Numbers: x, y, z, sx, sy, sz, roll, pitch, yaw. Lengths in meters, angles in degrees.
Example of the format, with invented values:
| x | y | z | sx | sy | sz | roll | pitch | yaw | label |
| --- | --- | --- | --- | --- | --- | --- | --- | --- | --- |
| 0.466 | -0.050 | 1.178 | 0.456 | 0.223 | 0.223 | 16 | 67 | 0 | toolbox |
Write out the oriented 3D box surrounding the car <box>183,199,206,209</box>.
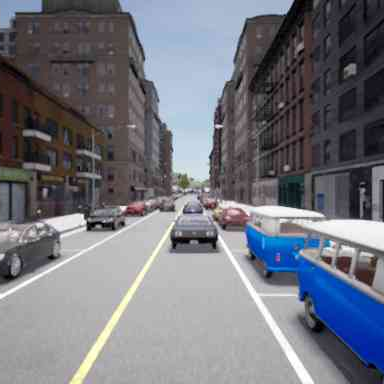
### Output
| x | y | z | sx | sy | sz | roll | pitch | yaw | label |
| --- | --- | --- | --- | --- | --- | --- | --- | --- | --- |
| 0.092 | 1.640 | 32.246 | 1.994 | 1.385 | 4.181 | 0 | 0 | 0 | car |

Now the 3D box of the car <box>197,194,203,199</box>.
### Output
| x | y | z | sx | sy | sz | roll | pitch | yaw | label |
| --- | --- | --- | --- | --- | --- | --- | --- | --- | --- |
| 2.635 | 1.468 | 66.797 | 2.192 | 1.841 | 5.009 | 0 | 0 | 0 | car |

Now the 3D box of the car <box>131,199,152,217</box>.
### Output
| x | y | z | sx | sy | sz | roll | pitch | yaw | label |
| --- | --- | --- | --- | --- | --- | --- | --- | --- | --- |
| -5.389 | 1.622 | 32.702 | 1.887 | 1.381 | 4.507 | 0 | 0 | 0 | car |

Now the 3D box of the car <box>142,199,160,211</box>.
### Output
| x | y | z | sx | sy | sz | roll | pitch | yaw | label |
| --- | --- | --- | --- | --- | --- | --- | --- | --- | --- |
| -5.389 | 1.648 | 44.067 | 1.887 | 1.381 | 4.507 | 0 | 0 | 0 | car |

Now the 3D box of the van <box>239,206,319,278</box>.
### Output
| x | y | z | sx | sy | sz | roll | pitch | yaw | label |
| --- | --- | --- | --- | --- | --- | --- | --- | --- | --- |
| 2.636 | 1.366 | 9.974 | 1.690 | 1.788 | 3.998 | 0 | 0 | 0 | van |

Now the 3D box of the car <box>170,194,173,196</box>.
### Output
| x | y | z | sx | sy | sz | roll | pitch | yaw | label |
| --- | --- | --- | --- | --- | --- | --- | --- | --- | --- |
| -5.390 | 1.594 | 66.796 | 1.967 | 1.590 | 4.097 | 0 | 0 | 0 | car |

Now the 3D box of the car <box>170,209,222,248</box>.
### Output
| x | y | z | sx | sy | sz | roll | pitch | yaw | label |
| --- | --- | --- | --- | --- | --- | --- | --- | --- | --- |
| 0.091 | 1.637 | 14.956 | 1.895 | 1.301 | 4.718 | 0 | 0 | 0 | car |

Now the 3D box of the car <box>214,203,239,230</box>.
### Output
| x | y | z | sx | sy | sz | roll | pitch | yaw | label |
| --- | --- | --- | --- | --- | --- | --- | --- | --- | --- |
| 2.636 | 1.633 | 21.338 | 1.802 | 1.307 | 4.206 | 0 | 0 | 0 | car |

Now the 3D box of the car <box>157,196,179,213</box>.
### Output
| x | y | z | sx | sy | sz | roll | pitch | yaw | label |
| --- | --- | --- | --- | --- | --- | --- | --- | --- | --- |
| -2.845 | 1.598 | 39.191 | 1.837 | 1.490 | 4.892 | 0 | 0 | 0 | car |

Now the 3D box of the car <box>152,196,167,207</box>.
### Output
| x | y | z | sx | sy | sz | roll | pitch | yaw | label |
| --- | --- | --- | --- | --- | --- | --- | --- | --- | --- |
| -5.390 | 1.569 | 55.432 | 1.967 | 1.590 | 4.097 | 0 | 0 | 0 | car |

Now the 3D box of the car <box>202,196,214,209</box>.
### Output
| x | y | z | sx | sy | sz | roll | pitch | yaw | label |
| --- | --- | --- | --- | --- | --- | --- | --- | --- | --- |
| 2.636 | 1.648 | 44.067 | 1.887 | 1.381 | 4.507 | 0 | 0 | 0 | car |

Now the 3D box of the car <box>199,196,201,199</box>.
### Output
| x | y | z | sx | sy | sz | roll | pitch | yaw | label |
| --- | --- | --- | --- | --- | --- | --- | --- | --- | --- |
| 2.636 | 1.673 | 55.432 | 1.887 | 1.381 | 4.507 | 0 | 0 | 0 | car |

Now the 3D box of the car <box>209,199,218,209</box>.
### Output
| x | y | z | sx | sy | sz | roll | pitch | yaw | label |
| --- | --- | --- | --- | --- | --- | --- | --- | --- | --- |
| 2.636 | 1.590 | 27.190 | 1.752 | 1.417 | 4.829 | 0 | 0 | 0 | car |

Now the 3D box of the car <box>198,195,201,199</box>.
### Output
| x | y | z | sx | sy | sz | roll | pitch | yaw | label |
| --- | --- | --- | --- | --- | --- | --- | --- | --- | --- |
| 2.635 | 1.692 | 61.114 | 2.008 | 1.369 | 4.403 | 0 | 0 | 0 | car |

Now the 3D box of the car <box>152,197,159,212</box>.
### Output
| x | y | z | sx | sy | sz | roll | pitch | yaw | label |
| --- | --- | --- | --- | --- | --- | --- | --- | --- | --- |
| -5.389 | 1.641 | 38.384 | 2.008 | 1.369 | 4.403 | 0 | 0 | 0 | car |

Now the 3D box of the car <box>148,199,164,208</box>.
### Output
| x | y | z | sx | sy | sz | roll | pitch | yaw | label |
| --- | --- | --- | --- | --- | --- | --- | --- | --- | --- |
| -5.389 | 1.682 | 49.749 | 1.947 | 1.339 | 4.313 | 0 | 0 | 0 | car |

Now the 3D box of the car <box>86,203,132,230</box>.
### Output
| x | y | z | sx | sy | sz | roll | pitch | yaw | label |
| --- | --- | --- | --- | --- | --- | --- | --- | --- | --- |
| -5.389 | 1.617 | 21.337 | 1.947 | 1.339 | 4.313 | 0 | 0 | 0 | car |

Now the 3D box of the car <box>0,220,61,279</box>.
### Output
| x | y | z | sx | sy | sz | roll | pitch | yaw | label |
| --- | --- | --- | --- | --- | --- | --- | --- | --- | --- |
| -5.389 | 1.575 | 9.973 | 2.008 | 1.369 | 4.403 | 0 | 0 | 0 | car |

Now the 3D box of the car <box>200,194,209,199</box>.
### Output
| x | y | z | sx | sy | sz | roll | pitch | yaw | label |
| --- | --- | --- | --- | --- | --- | --- | --- | --- | --- |
| 2.636 | 1.556 | 49.750 | 1.967 | 1.590 | 4.097 | 0 | 0 | 0 | car |

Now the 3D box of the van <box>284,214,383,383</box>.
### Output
| x | y | z | sx | sy | sz | roll | pitch | yaw | label |
| --- | --- | --- | --- | --- | --- | --- | --- | --- | --- |
| 2.636 | 1.352 | 4.292 | 1.690 | 1.788 | 3.998 | 0 | 0 | 0 | van |
